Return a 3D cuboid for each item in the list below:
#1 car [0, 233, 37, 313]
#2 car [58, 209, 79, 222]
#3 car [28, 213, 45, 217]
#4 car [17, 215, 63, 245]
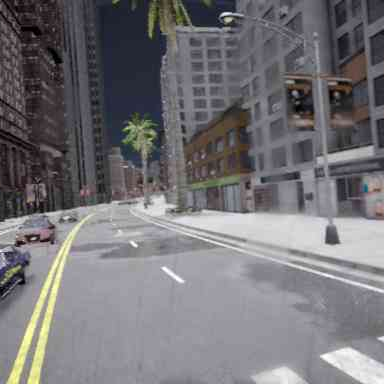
[{"bbox_3d":[-5.349,2.059,8.171,1.895,1.301,4.718,-4,0,-16],"label":"car"},{"bbox_3d":[-14.617,2.834,39.514,2.128,1.511,4.902,-4,0,-14],"label":"car"},{"bbox_3d":[-17.567,3.122,37.982,1.994,1.385,4.181,-4,0,-14],"label":"car"},{"bbox_3d":[-9.100,2.379,19.731,1.994,1.385,4.181,-4,0,-17],"label":"car"}]
